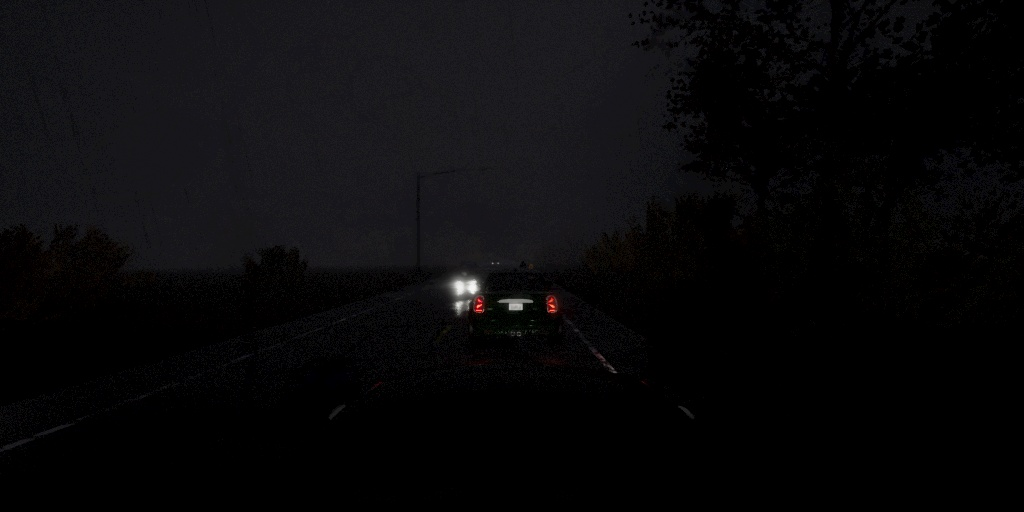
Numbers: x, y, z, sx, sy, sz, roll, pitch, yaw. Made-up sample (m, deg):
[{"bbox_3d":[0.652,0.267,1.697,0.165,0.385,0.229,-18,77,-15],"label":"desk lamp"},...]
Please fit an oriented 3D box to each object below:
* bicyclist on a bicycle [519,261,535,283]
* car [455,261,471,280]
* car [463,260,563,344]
[{"bbox_3d":[0.903,1.181,17.107,0.866,1.612,1.509,0,0,0],"label":"bicyclist on a bicycle"},{"bbox_3d":[-3.757,1.231,31.134,2.128,1.511,4.902,0,0,0],"label":"car"},{"bbox_3d":[0.072,1.099,9.763,2.097,1.767,4.553,0,0,0],"label":"car"}]
